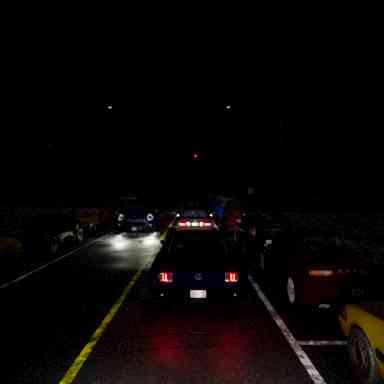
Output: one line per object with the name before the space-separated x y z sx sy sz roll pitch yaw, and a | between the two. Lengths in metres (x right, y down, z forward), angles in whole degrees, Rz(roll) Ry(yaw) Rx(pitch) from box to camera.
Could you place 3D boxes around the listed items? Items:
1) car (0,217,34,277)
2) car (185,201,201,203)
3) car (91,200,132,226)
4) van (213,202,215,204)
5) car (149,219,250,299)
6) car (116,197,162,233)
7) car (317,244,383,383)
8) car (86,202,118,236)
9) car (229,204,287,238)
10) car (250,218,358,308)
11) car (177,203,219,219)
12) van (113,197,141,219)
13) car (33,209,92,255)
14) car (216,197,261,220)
car | -5.747 1.525 7.641 1.752 1.417 4.829 0 0 0
car | 0.065 1.481 27.799 1.882 1.535 5.008 0 0 0
car | -5.706 1.443 24.124 1.967 1.590 4.097 0 0 0
van | 2.833 1.345 29.540 1.690 1.788 3.998 0 0 0
car | 0.121 1.601 8.381 1.895 1.301 4.718 0 0 0
car | -3.017 1.352 19.730 2.097 1.767 4.553 0 0 1
car | 2.766 1.525 2.522 1.752 1.417 4.829 0 0 0
car | -5.720 1.527 18.516 1.752 1.417 4.829 0 0 0
car | 2.792 1.441 13.227 1.967 1.590 4.097 0 0 0
car | 2.779 1.545 7.790 1.887 1.381 4.507 0 0 0
car | 0.141 1.549 17.972 2.033 1.411 5.357 0 0 0
van | -5.693 1.345 29.562 1.690 1.788 3.998 0 0 0
car | -5.733 1.566 13.249 1.947 1.339 4.313 0 0 0
car | 2.806 1.316 18.665 2.192 1.841 5.009 0 0 0
